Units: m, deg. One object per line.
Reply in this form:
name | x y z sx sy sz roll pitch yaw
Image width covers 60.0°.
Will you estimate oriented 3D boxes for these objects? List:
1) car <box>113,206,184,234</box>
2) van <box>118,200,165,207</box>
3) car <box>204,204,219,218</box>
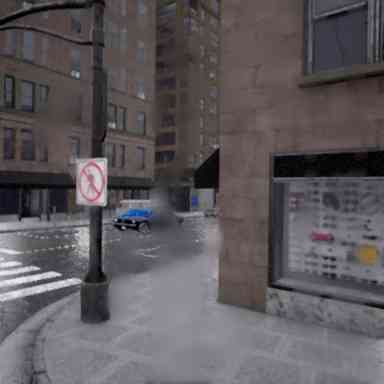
car | -2.569 1.739 20.507 1.895 1.301 4.718 1 0 35
van | -3.590 1.470 23.537 1.690 1.788 3.998 0 -1 35
car | 2.828 1.859 32.643 2.008 1.369 4.403 0 -1 35
